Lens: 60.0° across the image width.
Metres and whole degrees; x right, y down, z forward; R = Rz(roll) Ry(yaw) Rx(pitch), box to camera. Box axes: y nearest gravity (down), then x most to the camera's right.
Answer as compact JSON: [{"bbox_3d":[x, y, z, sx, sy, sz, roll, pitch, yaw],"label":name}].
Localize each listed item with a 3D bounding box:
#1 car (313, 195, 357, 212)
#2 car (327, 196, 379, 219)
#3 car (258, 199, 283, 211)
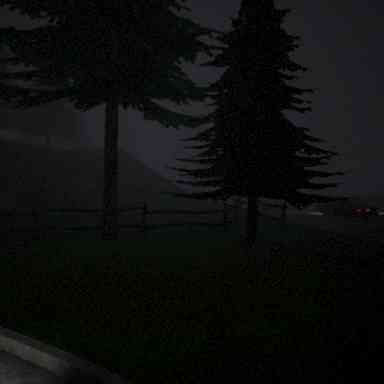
[{"bbox_3d":[14.194,1.123,33.393,1.812,1.442,4.674,1,1,-9],"label":"car"},{"bbox_3d":[11.853,1.262,25.588,2.033,1.411,5.357,1,1,-9],"label":"car"},{"bbox_3d":[7.275,0.981,32.333,1.812,1.442,4.674,1,1,-9],"label":"car"}]
